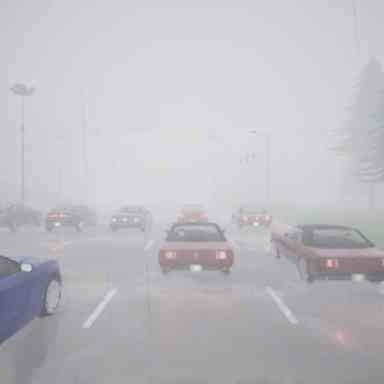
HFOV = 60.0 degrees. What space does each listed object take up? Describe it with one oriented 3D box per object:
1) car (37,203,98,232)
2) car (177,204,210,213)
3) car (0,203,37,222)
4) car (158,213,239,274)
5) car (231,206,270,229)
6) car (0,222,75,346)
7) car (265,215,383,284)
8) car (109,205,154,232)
[{"bbox_3d":[-6.912,1.401,19.459,1.837,1.490,4.892,0,0,0],"label":"car"},{"bbox_3d":[0.078,1.419,19.953,1.812,1.442,4.674,0,0,1],"label":"car"},{"bbox_3d":[-10.413,1.388,19.448,2.128,1.511,4.902,0,0,0],"label":"car"},{"bbox_3d":[0.102,1.545,10.275,1.895,1.301,4.718,0,0,0],"label":"car"},{"bbox_3d":[3.568,1.489,20.806,1.895,1.301,4.718,0,0,-1],"label":"car"},{"bbox_3d":[-3.399,1.454,4.313,1.882,1.535,5.008,0,0,0],"label":"car"},{"bbox_3d":[3.602,1.550,9.409,1.895,1.301,4.718,0,0,0],"label":"car"},{"bbox_3d":[-3.405,1.443,19.408,2.033,1.411,5.357,0,0,0],"label":"car"}]
